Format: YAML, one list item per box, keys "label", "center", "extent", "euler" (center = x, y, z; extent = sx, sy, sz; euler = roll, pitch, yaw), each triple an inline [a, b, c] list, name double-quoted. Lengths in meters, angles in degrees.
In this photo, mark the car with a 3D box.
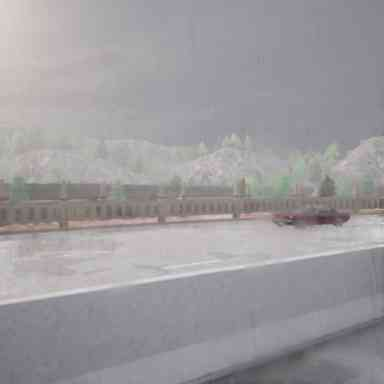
- label: "car"
  center: [7.072, 1.466, 19.858]
  extent: [4.718, 1.301, 1.895]
  euler: [0, 0, -25]
